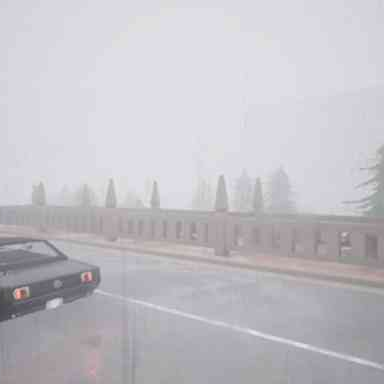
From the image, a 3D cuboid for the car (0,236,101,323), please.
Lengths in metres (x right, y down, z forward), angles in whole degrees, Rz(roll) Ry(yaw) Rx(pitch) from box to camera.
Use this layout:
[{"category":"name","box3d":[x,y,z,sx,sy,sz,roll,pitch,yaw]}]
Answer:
[{"category":"car","box3d":[-4.140,1.608,6.949,4.718,1.301,1.895,0,0,36]}]
